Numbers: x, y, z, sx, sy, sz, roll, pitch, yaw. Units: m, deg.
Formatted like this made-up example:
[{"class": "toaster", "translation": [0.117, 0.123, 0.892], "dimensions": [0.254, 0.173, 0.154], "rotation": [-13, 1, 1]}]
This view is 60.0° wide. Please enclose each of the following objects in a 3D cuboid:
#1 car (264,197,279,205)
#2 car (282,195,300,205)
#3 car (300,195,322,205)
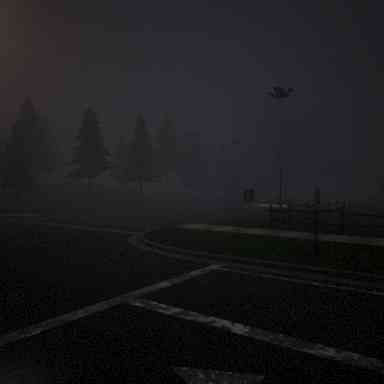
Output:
[{"class": "car", "translation": [14.901, 1.548, 60.097], "dimensions": [2.033, 1.411, 5.357], "rotation": [0, 0, 35]}, {"class": "car", "translation": [17.248, 1.351, 57.360], "dimensions": [2.097, 1.767, 4.553], "rotation": [0, 0, 35]}, {"class": "car", "translation": [20.112, 1.351, 55.348], "dimensions": [2.097, 1.767, 4.553], "rotation": [0, 0, 35]}]
